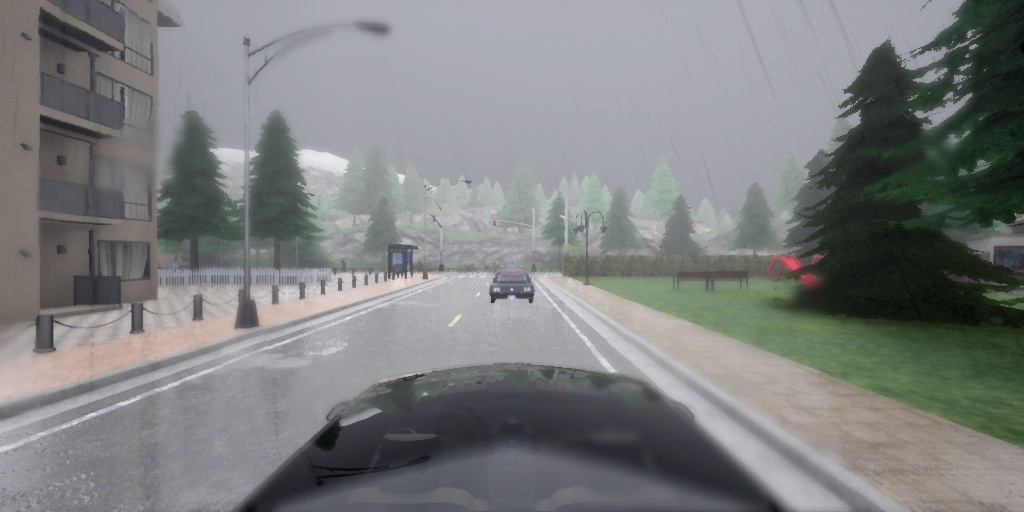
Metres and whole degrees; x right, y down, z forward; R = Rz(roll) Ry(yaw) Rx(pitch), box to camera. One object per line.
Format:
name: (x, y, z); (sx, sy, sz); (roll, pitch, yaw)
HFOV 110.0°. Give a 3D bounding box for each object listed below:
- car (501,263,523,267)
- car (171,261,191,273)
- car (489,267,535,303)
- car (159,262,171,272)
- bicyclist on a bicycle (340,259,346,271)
car: (0.000, 1.321, 31.500); (1.994, 1.385, 4.181); (0, 0, 0)
car: (-40.876, 1.336, 42.627); (4.181, 1.385, 1.994); (0, 0, 0)
car: (0.000, 1.365, 16.530); (1.895, 1.301, 4.718); (0, 0, 0)
car: (-40.901, 1.275, 39.127); (5.008, 1.535, 1.882); (0, 0, 0)
bicyclist on a bicycle: (-21.651, 1.217, 45.986); (0.582, 1.620, 1.656); (0, 0, 0)
